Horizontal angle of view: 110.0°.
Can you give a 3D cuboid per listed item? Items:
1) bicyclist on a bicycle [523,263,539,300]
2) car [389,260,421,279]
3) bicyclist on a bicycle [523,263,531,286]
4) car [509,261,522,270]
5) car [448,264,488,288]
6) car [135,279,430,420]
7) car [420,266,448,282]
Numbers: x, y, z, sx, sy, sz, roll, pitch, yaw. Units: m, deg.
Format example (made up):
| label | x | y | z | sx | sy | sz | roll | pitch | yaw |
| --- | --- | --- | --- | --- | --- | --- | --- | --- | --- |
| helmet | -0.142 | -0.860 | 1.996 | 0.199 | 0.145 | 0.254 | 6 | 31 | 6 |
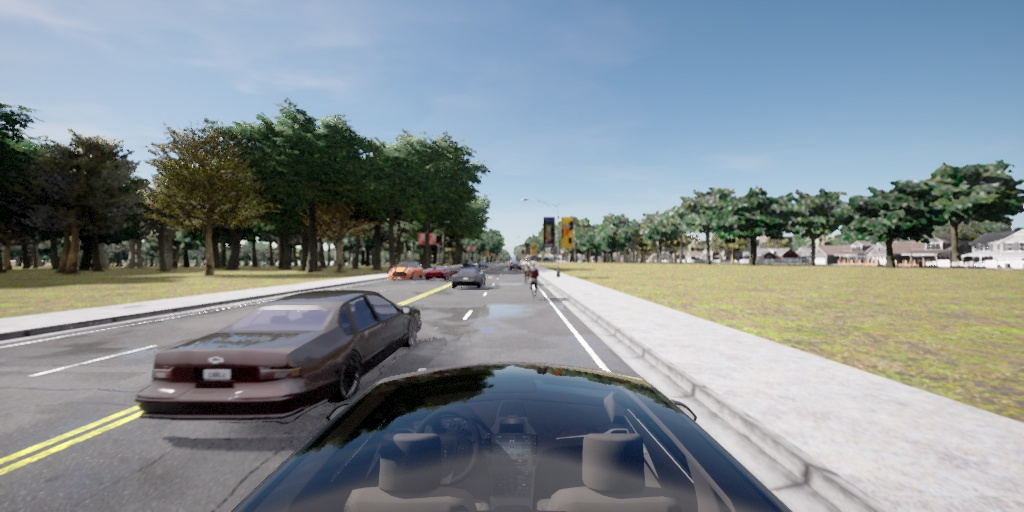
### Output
| label | x | y | z | sx | sy | sz | roll | pitch | yaw |
| --- | --- | --- | --- | --- | --- | --- | --- | --- | --- |
| bicyclist on a bicycle | 1.016 | 1.215 | 17.386 | 0.659 | 1.776 | 1.843 | 0 | 0 | 0 |
| car | -9.599 | 1.288 | 32.776 | 2.097 | 1.767 | 4.553 | 0 | 0 | 1 |
| bicyclist on a bicycle | 1.091 | 1.354 | 26.601 | 0.582 | 1.620 | 1.656 | 0 | -1 | 0 |
| car | 0.579 | 1.652 | 61.137 | 1.812 | 1.442 | 4.674 | 0 | -1 | 0 |
| car | -2.963 | 1.455 | 25.140 | 1.994 | 1.385 | 4.181 | 0 | 0 | 0 |
| car | -3.118 | 1.323 | 6.328 | 2.033 | 1.411 | 5.357 | 0 | 0 | 1 |
| car | -6.360 | 1.531 | 31.706 | 1.895 | 1.301 | 4.718 | 0 | 0 | 0 |
